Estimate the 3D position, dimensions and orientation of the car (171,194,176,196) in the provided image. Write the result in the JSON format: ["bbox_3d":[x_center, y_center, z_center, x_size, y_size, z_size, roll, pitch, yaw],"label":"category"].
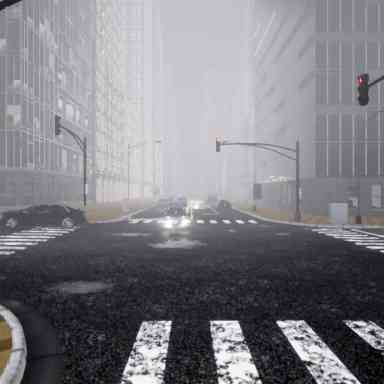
[{"bbox_3d":[-4.097,1.564,63.866,1.947,1.339,4.313,0,0,0],"label":"car"}]

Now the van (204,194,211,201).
[{"bbox_3d":[3.712,1.321,80.482,1.690,1.788,3.998,0,0,0],"label":"van"}]

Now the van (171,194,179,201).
[{"bbox_3d":[-4.168,1.321,80.449,1.690,1.788,3.998,0,0,0],"label":"van"}]

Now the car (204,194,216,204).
[{"bbox_3d":[3.783,1.313,63.899,2.192,1.841,5.009,0,0,0],"label":"car"}]

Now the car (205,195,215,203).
[{"bbox_3d":[3.759,1.432,69.428,1.967,1.590,4.097,0,0,0],"label":"car"}]

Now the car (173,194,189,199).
[{"bbox_3d":[-1.573,1.534,51.569,1.812,1.442,4.674,0,0,0],"label":"car"}]

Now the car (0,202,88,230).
[{"bbox_3d":[-8.663,1.372,19.589,4.892,1.490,1.837,1,3,-14],"label":"car"}]

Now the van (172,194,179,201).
[{"bbox_3d":[-4.191,1.315,85.976,1.690,1.788,3.998,0,0,0],"label":"van"}]

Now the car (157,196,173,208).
[{"bbox_3d":[-4.027,1.593,47.283,1.802,1.307,4.206,0,0,0],"label":"car"}]

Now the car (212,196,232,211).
[{"bbox_3d":[3.926,1.579,41.791,1.947,1.339,4.313,0,0,0],"label":"car"}]

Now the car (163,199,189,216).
[{"bbox_3d":[-1.502,1.618,33.071,1.895,1.301,4.718,0,0,0],"label":"car"}]
